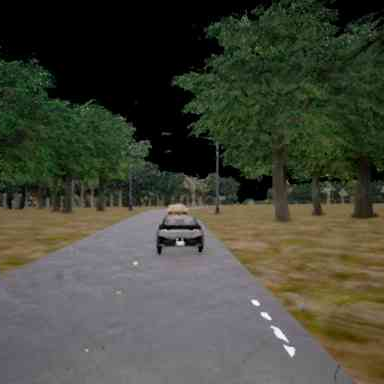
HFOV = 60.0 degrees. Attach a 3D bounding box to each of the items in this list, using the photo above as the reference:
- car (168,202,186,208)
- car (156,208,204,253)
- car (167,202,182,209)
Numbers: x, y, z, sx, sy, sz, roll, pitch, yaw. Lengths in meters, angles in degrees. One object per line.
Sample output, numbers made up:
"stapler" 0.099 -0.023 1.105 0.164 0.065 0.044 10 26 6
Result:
"car" -1.295 1.885 29.582 1.882 1.535 5.008 0 -1 -3
"car" -0.535 1.658 14.410 2.128 1.511 4.902 0 -1 -3
"car" -3.879 2.990 73.170 1.994 1.385 4.181 -1 -2 17
